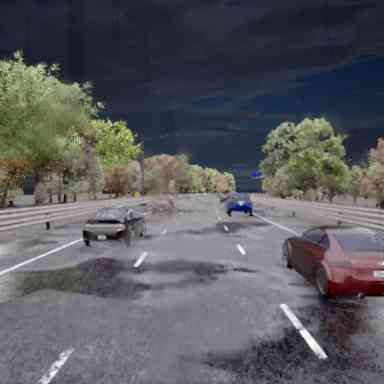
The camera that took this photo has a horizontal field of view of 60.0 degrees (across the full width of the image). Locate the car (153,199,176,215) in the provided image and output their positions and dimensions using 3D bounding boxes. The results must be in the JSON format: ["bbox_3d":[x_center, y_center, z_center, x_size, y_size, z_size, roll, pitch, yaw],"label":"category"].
[{"bbox_3d":[-2.669,1.399,32.332,1.812,1.442,4.674,0,0,2],"label":"car"}]

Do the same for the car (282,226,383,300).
[{"bbox_3d":[3.677,1.529,8.376,1.994,1.385,4.181,0,0,1],"label":"car"}]

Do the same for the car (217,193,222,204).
[{"bbox_3d":[5.808,1.314,58.756,1.837,1.490,4.892,0,0,4],"label":"car"}]

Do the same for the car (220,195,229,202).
[{"bbox_3d":[6.722,1.310,69.595,1.812,1.442,4.674,0,0,5],"label":"car"}]

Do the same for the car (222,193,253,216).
[{"bbox_3d":[4.273,1.103,30.882,2.150,2.045,5.566,0,0,2],"label":"car"}]

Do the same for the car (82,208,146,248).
[{"bbox_3d":[-3.225,1.427,14.526,2.128,1.511,4.902,0,0,1],"label":"car"}]

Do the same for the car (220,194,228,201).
[{"bbox_3d":[7.788,1.241,80.420,1.882,1.535,5.008,0,0,6],"label":"car"}]

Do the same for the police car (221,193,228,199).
[{"bbox_3d":[9.018,1.172,91.339,1.930,1.638,5.238,0,0,7],"label":"police car"}]
